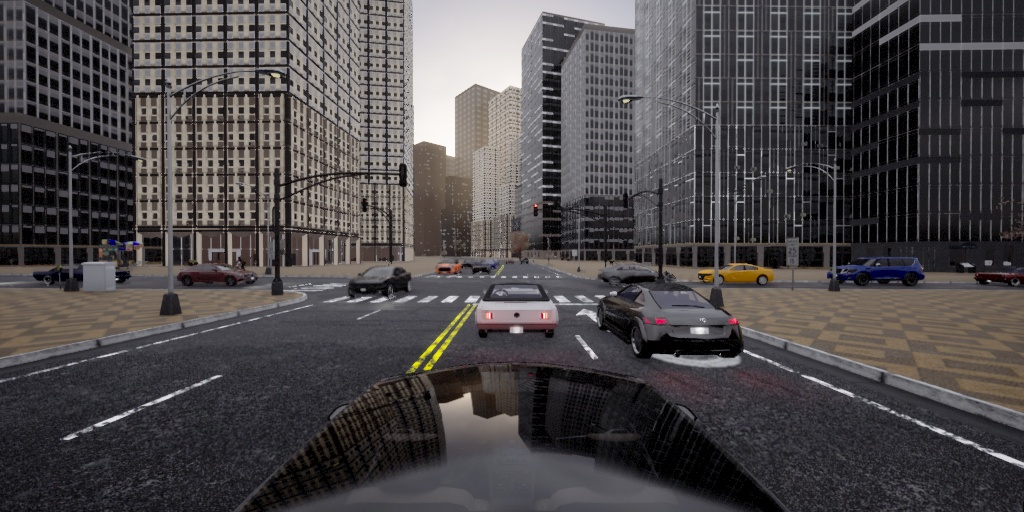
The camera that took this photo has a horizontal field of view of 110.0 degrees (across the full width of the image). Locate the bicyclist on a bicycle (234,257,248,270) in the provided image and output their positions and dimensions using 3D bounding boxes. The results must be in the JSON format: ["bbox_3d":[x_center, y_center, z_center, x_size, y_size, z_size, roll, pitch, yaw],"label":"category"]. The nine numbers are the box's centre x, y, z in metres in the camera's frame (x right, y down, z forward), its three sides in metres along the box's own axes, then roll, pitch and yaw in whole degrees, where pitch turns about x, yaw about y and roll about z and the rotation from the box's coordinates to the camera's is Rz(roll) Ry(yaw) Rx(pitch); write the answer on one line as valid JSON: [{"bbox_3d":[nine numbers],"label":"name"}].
[{"bbox_3d":[-24.691,0.871,32.619,0.582,1.620,1.656,0,1,1],"label":"bicyclist on a bicycle"}]

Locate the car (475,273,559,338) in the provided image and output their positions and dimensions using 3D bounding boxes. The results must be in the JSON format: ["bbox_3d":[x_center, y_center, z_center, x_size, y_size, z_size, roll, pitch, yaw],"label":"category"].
[{"bbox_3d":[0.103,1.348,10.163,1.895,1.301,4.718,0,0,0],"label":"car"}]

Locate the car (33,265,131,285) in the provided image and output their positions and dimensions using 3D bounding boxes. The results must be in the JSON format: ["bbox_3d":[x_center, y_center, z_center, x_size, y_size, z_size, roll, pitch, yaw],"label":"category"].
[{"bbox_3d":[-28.584,1.226,23.986,4.718,1.301,1.895,0,0,1],"label":"car"}]

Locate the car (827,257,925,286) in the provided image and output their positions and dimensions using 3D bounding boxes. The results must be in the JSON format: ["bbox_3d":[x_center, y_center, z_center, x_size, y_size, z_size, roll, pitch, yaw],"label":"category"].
[{"bbox_3d":[26.386,1.075,26.100,5.566,2.045,2.150,0,0,2],"label":"car"}]

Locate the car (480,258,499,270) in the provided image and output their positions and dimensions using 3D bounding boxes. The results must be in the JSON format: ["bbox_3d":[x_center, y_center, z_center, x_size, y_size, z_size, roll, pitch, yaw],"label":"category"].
[{"bbox_3d":[-3.323,1.176,52.734,1.882,1.535,5.008,0,1,0],"label":"car"}]

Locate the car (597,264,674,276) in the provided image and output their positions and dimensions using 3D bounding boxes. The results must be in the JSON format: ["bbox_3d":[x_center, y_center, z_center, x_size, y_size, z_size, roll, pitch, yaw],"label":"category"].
[{"bbox_3d":[8.109,1.283,23.605,4.902,1.511,2.128,0,1,9],"label":"car"}]

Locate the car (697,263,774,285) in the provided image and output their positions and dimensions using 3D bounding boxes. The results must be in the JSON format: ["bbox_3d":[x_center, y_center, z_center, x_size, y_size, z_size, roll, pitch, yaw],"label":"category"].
[{"bbox_3d":[16.323,1.285,26.321,5.008,1.535,1.882,0,0,1],"label":"car"}]

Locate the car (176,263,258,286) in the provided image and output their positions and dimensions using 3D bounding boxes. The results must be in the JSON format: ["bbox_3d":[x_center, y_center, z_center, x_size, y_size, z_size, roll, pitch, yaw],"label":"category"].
[{"bbox_3d":[-19.474,1.193,23.752,4.674,1.442,1.812,0,0,1],"label":"car"}]

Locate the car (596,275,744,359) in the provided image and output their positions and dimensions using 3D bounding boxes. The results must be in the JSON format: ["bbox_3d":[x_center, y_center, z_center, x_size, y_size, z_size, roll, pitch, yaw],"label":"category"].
[{"bbox_3d":[3.358,1.312,8.449,1.994,1.385,4.181,0,0,0],"label":"car"}]

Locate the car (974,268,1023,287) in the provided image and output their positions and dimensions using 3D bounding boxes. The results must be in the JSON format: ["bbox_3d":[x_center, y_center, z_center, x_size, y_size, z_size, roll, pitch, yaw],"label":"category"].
[{"bbox_3d":[36.705,1.501,25.872,4.718,1.301,1.895,0,0,1],"label":"car"}]

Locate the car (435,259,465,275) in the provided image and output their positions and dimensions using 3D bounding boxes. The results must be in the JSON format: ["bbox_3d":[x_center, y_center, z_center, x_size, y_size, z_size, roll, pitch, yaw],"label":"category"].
[{"bbox_3d":[-6.686,1.076,38.130,2.097,1.767,4.553,0,0,2],"label":"car"}]

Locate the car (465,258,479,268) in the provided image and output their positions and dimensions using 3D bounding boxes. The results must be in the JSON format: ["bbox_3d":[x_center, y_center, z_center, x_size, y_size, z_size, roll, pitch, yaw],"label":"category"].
[{"bbox_3d":[-6.572,1.297,53.657,1.895,1.301,4.718,0,0,0],"label":"car"}]

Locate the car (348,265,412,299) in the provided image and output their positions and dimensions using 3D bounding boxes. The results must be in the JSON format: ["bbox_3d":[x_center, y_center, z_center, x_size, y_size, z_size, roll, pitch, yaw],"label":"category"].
[{"bbox_3d":[-6.589,1.228,18.381,1.882,1.535,5.008,0,0,0],"label":"car"}]

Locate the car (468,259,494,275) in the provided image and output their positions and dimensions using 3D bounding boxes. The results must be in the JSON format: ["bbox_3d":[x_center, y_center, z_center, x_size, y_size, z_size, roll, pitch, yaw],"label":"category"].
[{"bbox_3d":[-3.263,1.324,38.472,1.895,1.301,4.718,0,0,-2],"label":"car"}]
